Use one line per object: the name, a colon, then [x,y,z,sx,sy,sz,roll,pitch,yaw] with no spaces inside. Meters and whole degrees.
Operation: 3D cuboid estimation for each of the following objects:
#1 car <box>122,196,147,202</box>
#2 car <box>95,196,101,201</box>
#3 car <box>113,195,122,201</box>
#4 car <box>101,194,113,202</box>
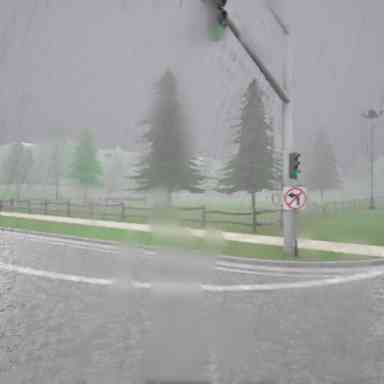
car: [-12.237,1.519,73.176,2.033,1.411,5.357,0,0,35]
car: [-20.810,1.330,79.238,2.097,1.767,4.553,0,0,35]
car: [-15.100,1.530,75.188,1.994,1.385,4.181,0,0,35]
car: [-17.964,1.454,77.201,1.882,1.535,5.008,0,0,35]
